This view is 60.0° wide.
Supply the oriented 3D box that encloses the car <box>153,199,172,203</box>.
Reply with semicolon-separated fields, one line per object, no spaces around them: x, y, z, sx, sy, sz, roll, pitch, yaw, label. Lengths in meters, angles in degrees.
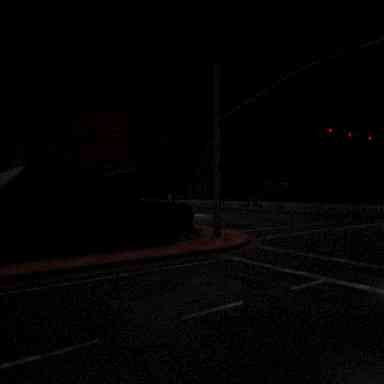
-2.967;1.486;35.187;1.812;1.442;4.674;0;0;-37;car
